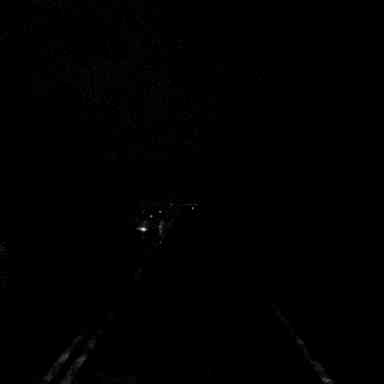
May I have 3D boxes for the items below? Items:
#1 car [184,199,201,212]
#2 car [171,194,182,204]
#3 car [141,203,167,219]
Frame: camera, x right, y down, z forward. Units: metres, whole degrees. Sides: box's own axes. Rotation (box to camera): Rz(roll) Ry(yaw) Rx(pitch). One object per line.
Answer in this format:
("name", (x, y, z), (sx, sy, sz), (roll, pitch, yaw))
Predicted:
("car", (0.091, 1.628, 40.380), (1.837, 1.490, 4.892), (0, 0, 0))
("car", (-3.256, 1.506, 70.548), (2.150, 2.045, 5.566), (0, -1, 0))
("car", (-3.356, 1.694, 29.709), (1.895, 1.301, 4.718), (0, 0, 0))
